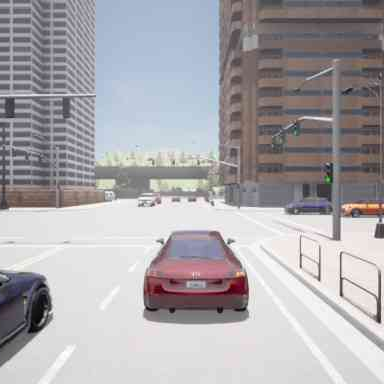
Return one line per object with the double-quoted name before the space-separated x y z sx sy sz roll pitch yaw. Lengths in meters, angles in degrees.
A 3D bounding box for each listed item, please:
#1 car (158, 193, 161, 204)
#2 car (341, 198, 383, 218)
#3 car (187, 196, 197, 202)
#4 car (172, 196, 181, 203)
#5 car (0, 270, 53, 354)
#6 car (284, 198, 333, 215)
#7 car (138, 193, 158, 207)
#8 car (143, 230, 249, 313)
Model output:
"car" -7.015 1.221 62.543 2.150 2.045 5.566 0 0 1
"car" 15.539 1.352 29.584 4.553 1.767 2.097 0 0 1
"car" 0.053 1.525 73.367 2.128 1.511 4.902 0 0 0
"car" -3.416 1.542 71.907 2.033 1.411 5.357 0 0 0
"car" -3.437 1.564 4.159 1.994 1.385 4.181 0 0 0
"car" 11.565 1.352 33.168 4.553 1.767 2.097 0 0 2
"car" -7.057 1.221 52.122 2.150 2.045 5.566 0 0 0
"car" 0.085 1.564 7.731 1.994 1.385 4.181 0 0 0
